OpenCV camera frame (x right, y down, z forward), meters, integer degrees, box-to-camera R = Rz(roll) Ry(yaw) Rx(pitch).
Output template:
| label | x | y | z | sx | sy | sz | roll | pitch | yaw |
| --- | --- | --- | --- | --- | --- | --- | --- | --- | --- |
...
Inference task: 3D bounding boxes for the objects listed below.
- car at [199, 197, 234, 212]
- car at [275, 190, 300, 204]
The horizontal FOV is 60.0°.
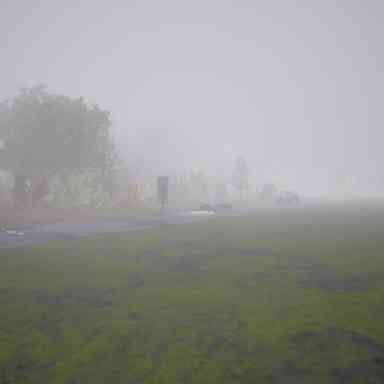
| label | x | y | z | sx | sy | sz | roll | pitch | yaw |
| --- | --- | --- | --- | --- | --- | --- | --- | --- | --- |
| car | 2.545 | 1.229 | 34.040 | 1.994 | 1.385 | 4.181 | 1 | 1 | 37 |
| car | 14.379 | 0.744 | 49.839 | 2.150 | 2.045 | 5.566 | 1 | 1 | 37 |
